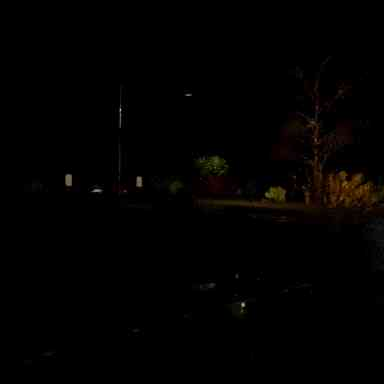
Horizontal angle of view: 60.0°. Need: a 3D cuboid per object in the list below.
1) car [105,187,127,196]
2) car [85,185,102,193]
[{"bbox_3d":[-11.889,-0.128,51.792,1.895,1.301,4.718,0,2,-36],"label":"car"},{"bbox_3d":[-17.724,-0.558,59.877,2.128,1.511,4.902,0,2,-36],"label":"car"}]
